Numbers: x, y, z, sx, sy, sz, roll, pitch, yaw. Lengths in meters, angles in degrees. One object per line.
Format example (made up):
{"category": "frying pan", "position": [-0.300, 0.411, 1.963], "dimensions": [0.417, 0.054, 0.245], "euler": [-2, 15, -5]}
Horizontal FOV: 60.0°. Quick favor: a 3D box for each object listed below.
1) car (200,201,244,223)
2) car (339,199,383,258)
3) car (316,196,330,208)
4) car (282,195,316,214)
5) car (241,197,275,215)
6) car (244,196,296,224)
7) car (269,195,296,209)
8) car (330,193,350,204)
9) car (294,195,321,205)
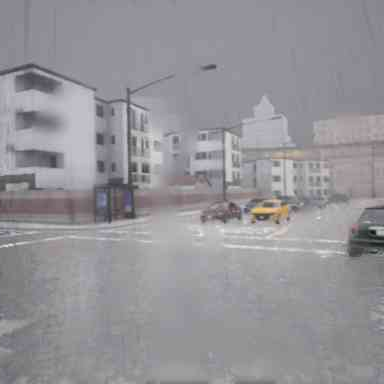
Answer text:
{"category": "car", "position": [2.265, 1.413, 24.401], "dimensions": [1.812, 1.442, 4.674], "euler": [-1, 0, 28]}
{"category": "car", "position": [6.940, 1.165, 11.139], "dimensions": [2.097, 1.767, 4.553], "euler": [-2, 0, 43]}
{"category": "car", "position": [14.710, 1.217, 39.674], "dimensions": [1.895, 1.301, 4.718], "euler": [-1, 0, 32]}
{"category": "car", "position": [9.797, 1.078, 31.029], "dimensions": [2.097, 1.767, 4.553], "euler": [-1, 0, 29]}
{"category": "car", "position": [6.537, 1.317, 32.437], "dimensions": [1.812, 1.442, 4.674], "euler": [-1, 0, 30]}
{"category": "car", "position": [5.546, 1.299, 23.118], "dimensions": [1.882, 1.535, 5.008], "euler": [-1, 0, 28]}
{"category": "car", "position": [11.019, 1.196, 40.281], "dimensions": [1.837, 1.490, 4.892], "euler": [-1, 0, 31]}
{"category": "car", "position": [20.965, 0.985, 47.733], "dimensions": [4.892, 1.490, 1.837], "euler": [-1, 0, -43]}
{"category": "car", "position": [16.882, 1.163, 48.631], "dimensions": [1.895, 1.301, 4.718], "euler": [-1, 0, 44]}
